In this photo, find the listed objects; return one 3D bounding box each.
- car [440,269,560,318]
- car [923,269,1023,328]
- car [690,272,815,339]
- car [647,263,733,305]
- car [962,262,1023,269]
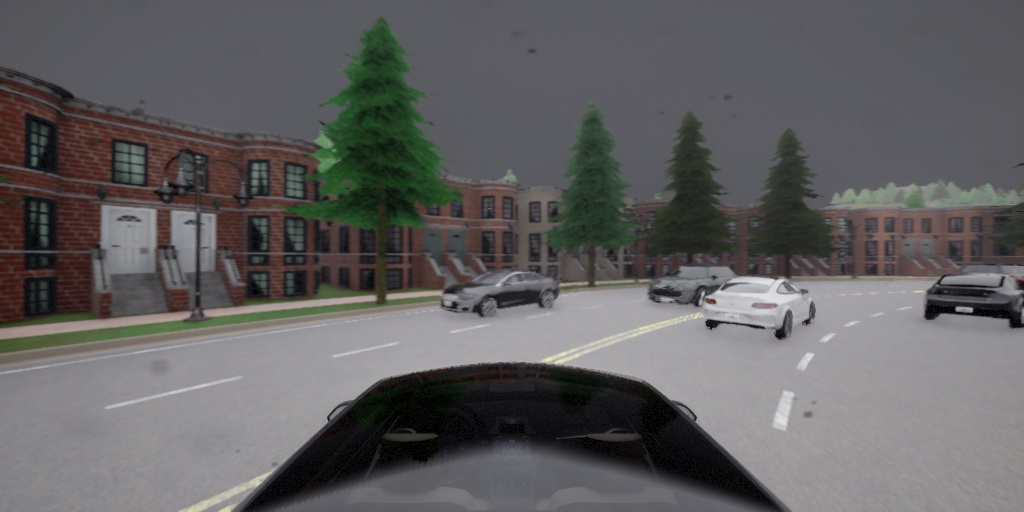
[{"bbox_3d":[-0.279,1.250,13.106,4.902,1.511,2.128,0,0,-44],"label":"car"},{"bbox_3d":[15.096,1.302,11.585,4.892,1.490,1.837,0,-1,-31],"label":"car"},{"bbox_3d":[7.049,1.301,10.183,4.674,1.442,1.812,0,0,-41],"label":"car"},{"bbox_3d":[7.886,1.134,15.389,4.553,1.767,2.097,0,0,-34],"label":"car"},{"bbox_3d":[26.786,1.186,19.586,4.553,1.767,2.097,0,0,-13],"label":"car"}]
